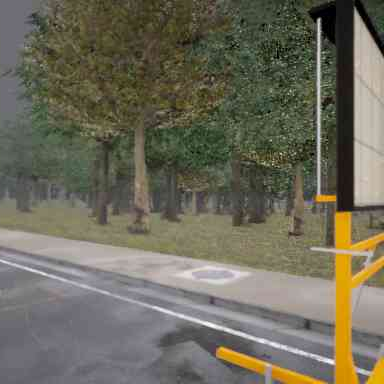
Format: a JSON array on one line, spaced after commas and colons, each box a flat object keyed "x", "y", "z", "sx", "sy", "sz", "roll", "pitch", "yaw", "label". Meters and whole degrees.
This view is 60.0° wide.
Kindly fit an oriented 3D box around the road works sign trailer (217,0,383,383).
[{"x": 1.431, "y": 0.538, "z": 2.960, "sx": 2.880, "sy": 3.560, "sz": 2.380, "roll": 0, "pitch": -1, "yaw": 39, "label": "road works sign trailer"}]
